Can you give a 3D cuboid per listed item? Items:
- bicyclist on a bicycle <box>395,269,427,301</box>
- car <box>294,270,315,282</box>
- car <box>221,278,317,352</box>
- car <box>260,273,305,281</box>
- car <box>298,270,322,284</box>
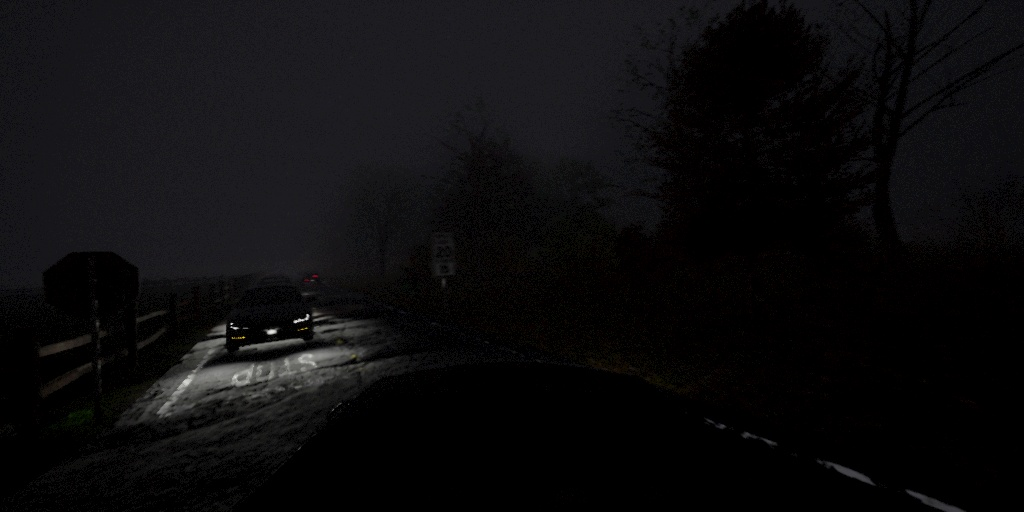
[{"bbox_3d":[-5.105,1.455,18.196,1.656,1.620,0.582,-2,0,-33],"label":"bicyclist on a bicycle"},{"bbox_3d":[-27.947,2.659,48.224,2.033,1.411,5.357,-3,0,-33],"label":"car"},{"bbox_3d":[-7.015,1.614,10.513,1.837,1.490,4.892,-3,0,-33],"label":"car"},{"bbox_3d":[-12.632,1.882,19.177,2.128,1.511,4.902,-3,0,-33],"label":"car"},{"bbox_3d":[-21.664,2.320,38.524,1.837,1.490,4.892,-3,0,-33],"label":"car"}]
